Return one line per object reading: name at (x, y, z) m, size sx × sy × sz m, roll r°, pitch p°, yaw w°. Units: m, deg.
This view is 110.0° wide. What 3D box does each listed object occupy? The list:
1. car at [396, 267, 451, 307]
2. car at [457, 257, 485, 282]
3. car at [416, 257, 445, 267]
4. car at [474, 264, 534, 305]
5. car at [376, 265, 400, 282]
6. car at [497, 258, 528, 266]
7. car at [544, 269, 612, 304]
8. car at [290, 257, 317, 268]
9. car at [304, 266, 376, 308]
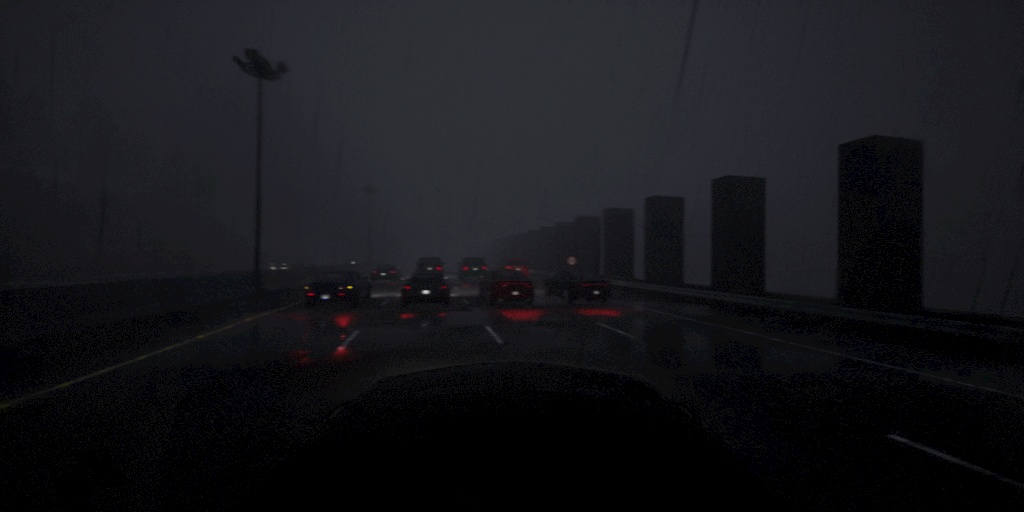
car at (-3.763, 1.369, 15.793) m, size 1.994 × 1.385 × 4.181 m, roll 1°, pitch 0°, yaw -13°
car at (-3.436, 1.136, 30.829) m, size 2.150 × 2.045 × 5.566 m, roll 1°, pitch 0°, yaw -12°
car at (-6.858, 1.086, 30.095) m, size 2.150 × 2.045 × 5.566 m, roll 1°, pitch 0°, yaw -12°
car at (-0.393, 1.333, 16.769) m, size 1.882 × 1.535 × 5.008 m, roll 1°, pitch 0°, yaw -12°
car at (-10.334, 1.386, 29.603) m, size 1.994 × 1.385 × 4.181 m, roll 1°, pitch 0°, yaw -12°
car at (-0.014, 1.185, 31.560) m, size 2.150 × 2.045 × 5.566 m, roll 1°, pitch 0°, yaw -12°
car at (3.021, 1.382, 17.541) m, size 1.882 × 1.535 × 5.008 m, roll 1°, pitch 0°, yaw -13°
car at (-29.342, 1.261, 51.043) m, size 1.812 × 1.442 × 4.674 m, roll 1°, pitch 0°, yaw -13°
car at (-7.201, 1.281, 15.134) m, size 1.812 × 1.442 × 4.674 m, roll 1°, pitch 0°, yaw -13°
